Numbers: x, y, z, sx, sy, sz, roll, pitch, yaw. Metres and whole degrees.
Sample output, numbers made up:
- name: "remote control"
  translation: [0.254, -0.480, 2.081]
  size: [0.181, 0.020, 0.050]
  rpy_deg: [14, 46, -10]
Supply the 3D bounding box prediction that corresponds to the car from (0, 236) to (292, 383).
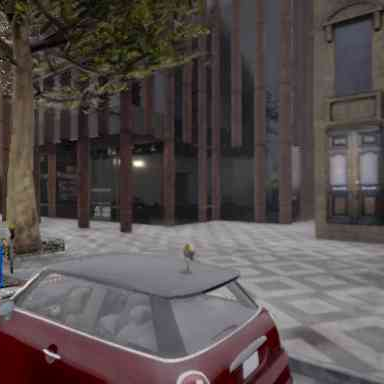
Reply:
- name: "car"
  translation: [-1.097, 1.445, 3.863]
  size: [4.097, 1.590, 1.967]
  rpy_deg: [0, 0, 35]
